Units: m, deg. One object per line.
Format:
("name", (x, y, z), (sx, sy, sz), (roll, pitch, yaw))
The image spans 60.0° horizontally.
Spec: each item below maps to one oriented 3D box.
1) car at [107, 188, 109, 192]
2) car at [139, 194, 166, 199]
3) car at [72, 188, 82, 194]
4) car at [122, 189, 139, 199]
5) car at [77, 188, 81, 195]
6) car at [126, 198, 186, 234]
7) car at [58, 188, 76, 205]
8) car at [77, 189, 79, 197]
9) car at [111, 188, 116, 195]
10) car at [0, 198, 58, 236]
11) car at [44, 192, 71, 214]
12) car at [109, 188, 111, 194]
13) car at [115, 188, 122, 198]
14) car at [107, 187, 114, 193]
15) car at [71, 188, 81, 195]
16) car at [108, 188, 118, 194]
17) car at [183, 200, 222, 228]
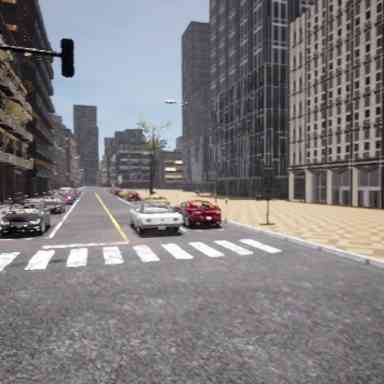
("car", (-17.760, -0.306, 76.539), (1.967, 1.590, 4.097), (-1, 1, -17))
("car", (-3.138, 0.830, 29.133), (1.752, 1.417, 4.829), (-1, 1, -17))
("car", (-27.399, -0.224, 79.360), (2.008, 1.369, 4.403), (-1, 1, -17))
("car", (-7.978, 0.534, 44.828), (1.802, 1.307, 4.206), (-1, 1, -17))
("car", (-20.878, 0.125, 58.215), (1.967, 1.590, 4.097), (-1, 1, -17))
("car", (-1.957, 1.202, 16.519), (1.895, 1.301, 4.718), (-1, 1, -17))
("car", (-14.356, 0.596, 37.072), (1.967, 1.590, 4.097), (-1, 1, -17))
("car", (-17.616, 0.501, 47.646), (1.802, 1.307, 4.206), (-1, 1, -17))
("car", (-14.499, 0.028, 65.971), (1.887, 1.381, 4.507), (-1, 1, -17))
("car", (-7.834, 1.185, 15.932), (2.008, 1.369, 4.403), (-1, 1, -17))
("car", (-11.096, 0.944, 26.504), (2.008, 1.369, 4.403), (-1, 1, -17))
("car", (-16.129, -0.081, 71.257), (2.008, 1.369, 4.403), (-1, 1, -17))
("car", (-11.289, 0.238, 55.561), (1.752, 1.417, 4.829), (-1, 1, -17))
("car", (-22.701, -0.565, 92.561), (1.752, 1.417, 4.829), (-1, 1, -17))
("car", (-25.768, -0.110, 74.074), (2.008, 1.369, 4.403), (-1, 1, -17))
("car", (-19.390, -0.309, 81.828), (2.008, 1.369, 4.403), (-1, 1, -17))
("car", (0.174, 1.094, 18.400), (1.887, 1.381, 4.507), (-1, 1, -17))
